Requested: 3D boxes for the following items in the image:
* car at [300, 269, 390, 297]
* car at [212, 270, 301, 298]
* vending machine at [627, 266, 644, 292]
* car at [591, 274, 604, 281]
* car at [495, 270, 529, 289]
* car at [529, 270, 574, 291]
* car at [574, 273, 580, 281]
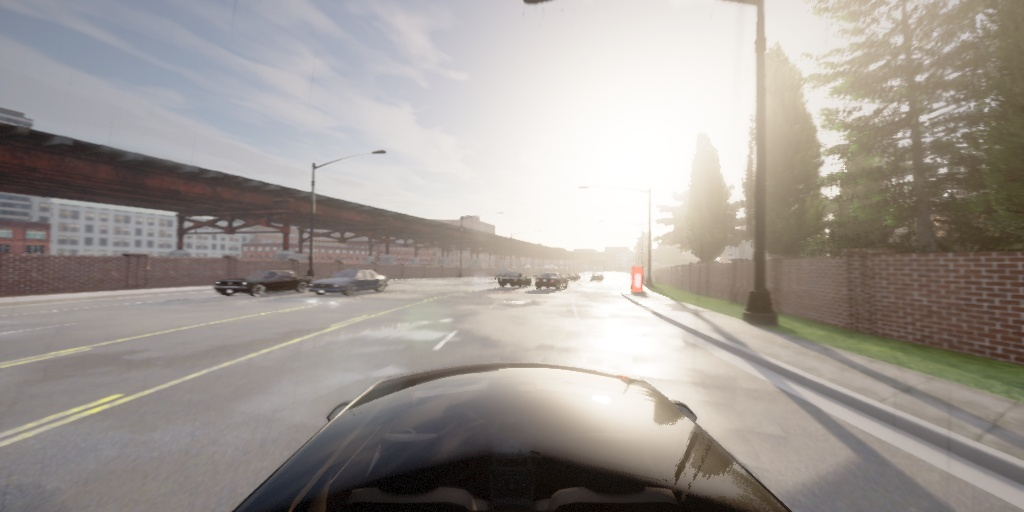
[{"bbox_3d":[-8.956,1.453,20.335,2.033,1.411,5.357,1,-2,10],"label":"car"},{"bbox_3d":[-12.724,1.395,18.765,1.895,1.301,4.718,1,-1,9],"label":"car"},{"bbox_3d":[9.260,1.720,26.667,1.100,2.100,0.880,0,0,16],"label":"vending machine"},{"bbox_3d":[14.787,3.696,61.764,1.895,1.301,4.718,1,-2,19],"label":"car"},{"bbox_3d":[0.393,2.103,31.125,1.895,1.301,4.718,1,-3,18],"label":"car"},{"bbox_3d":[3.375,2.054,29.605,2.033,1.411,5.357,0,-3,20],"label":"car"},{"bbox_3d":[9.961,3.450,58.527,1.895,1.301,4.718,1,-2,19],"label":"car"}]
